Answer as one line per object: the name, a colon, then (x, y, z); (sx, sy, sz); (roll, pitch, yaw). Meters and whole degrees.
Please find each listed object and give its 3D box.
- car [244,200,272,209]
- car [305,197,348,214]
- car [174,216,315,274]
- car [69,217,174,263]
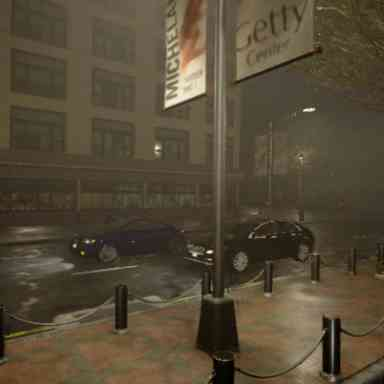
car: (10.286, 1.934, 52.314); (2.128, 1.511, 4.902); (1, 0, -36)
car: (17.195, 1.667, 42.936); (2.150, 2.045, 5.566); (1, 0, -39)
car: (2.059, 1.597, 11.000); (4.892, 1.490, 1.837); (1, -1, -36)
car: (-2.260, 1.624, 12.212); (4.181, 1.385, 1.994); (1, 0, -36)
